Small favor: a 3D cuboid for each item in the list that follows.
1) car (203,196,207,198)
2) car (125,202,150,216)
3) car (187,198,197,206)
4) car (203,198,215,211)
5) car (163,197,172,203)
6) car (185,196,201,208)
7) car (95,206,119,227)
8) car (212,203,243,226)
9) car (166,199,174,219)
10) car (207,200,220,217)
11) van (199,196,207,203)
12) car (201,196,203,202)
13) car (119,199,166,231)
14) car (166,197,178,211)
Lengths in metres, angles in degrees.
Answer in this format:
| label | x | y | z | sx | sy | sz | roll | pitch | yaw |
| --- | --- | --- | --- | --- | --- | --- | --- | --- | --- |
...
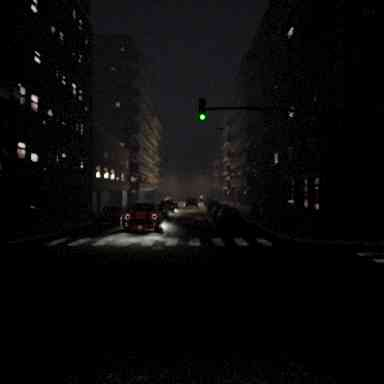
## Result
| label | x | y | z | sx | sy | sz | roll | pitch | yaw |
| --- | --- | --- | --- | --- | --- | --- | --- | --- | --- |
| car | 3.138 | 1.800 | 54.703 | 1.812 | 1.442 | 4.674 | 0 | 0 | 0 |
| car | -5.704 | 1.739 | 35.193 | 1.947 | 1.339 | 4.313 | 0 | 0 | 0 |
| car | -0.013 | 1.887 | 63.597 | 1.994 | 1.385 | 4.181 | 0 | 0 | 0 |
| car | 2.675 | 1.746 | 40.706 | 1.887 | 1.381 | 4.507 | 0 | 0 | 0 |
| car | -5.714 | 1.934 | 79.211 | 1.752 | 1.417 | 4.829 | 0 | 0 | 0 |
| car | -0.012 | 1.629 | 55.194 | 2.097 | 1.767 | 4.553 | 0 | 0 | 0 |
| car | -5.702 | 1.683 | 24.146 | 1.947 | 1.339 | 4.313 | 0 | 0 | 0 |
| car | 2.679 | 1.698 | 24.136 | 1.802 | 1.307 | 4.206 | 0 | 0 | 0 |
| car | -3.105 | 1.640 | 30.497 | 2.128 | 1.511 | 4.902 | 0 | 0 | 0 |
| car | 2.678 | 1.710 | 29.659 | 1.947 | 1.339 | 4.313 | 0 | 0 | 0 |
| van | 2.665 | 1.751 | 79.371 | 1.690 | 1.788 | 3.998 | -1 | 0 | 0 |
| car | 3.128 | 1.790 | 61.703 | 1.882 | 1.535 | 5.008 | 0 | 0 | 0 |
| car | -3.046 | 1.455 | 21.392 | 2.097 | 1.767 | 4.553 | 0 | 0 | -2 |
| car | -3.096 | 1.726 | 40.480 | 1.812 | 1.442 | 4.674 | 0 | 0 | 0 |
